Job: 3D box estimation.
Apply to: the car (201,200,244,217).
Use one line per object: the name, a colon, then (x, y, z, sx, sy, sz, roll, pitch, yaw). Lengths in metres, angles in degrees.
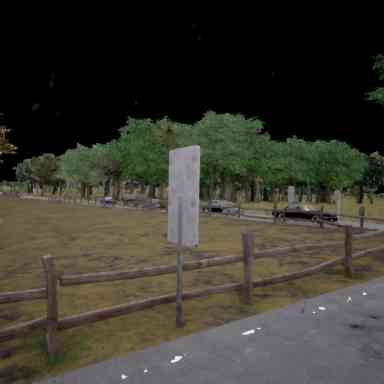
car: (2.897, 1.504, 32.057, 2.128, 1.511, 4.902, 2, -1, -36)

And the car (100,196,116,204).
car: (-16.051, 1.577, 63.596, 1.812, 1.442, 4.674, 2, -1, -35)

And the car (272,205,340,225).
car: (8.291, 1.618, 24.510, 1.895, 1.301, 4.718, 2, -1, -36)

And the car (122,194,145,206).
car: (-9.353, 1.300, 54.261, 2.150, 2.045, 5.566, 2, -1, -36)

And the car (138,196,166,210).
car: (-4.727, 1.572, 42.715, 1.994, 1.385, 4.181, 2, -1, -38)
